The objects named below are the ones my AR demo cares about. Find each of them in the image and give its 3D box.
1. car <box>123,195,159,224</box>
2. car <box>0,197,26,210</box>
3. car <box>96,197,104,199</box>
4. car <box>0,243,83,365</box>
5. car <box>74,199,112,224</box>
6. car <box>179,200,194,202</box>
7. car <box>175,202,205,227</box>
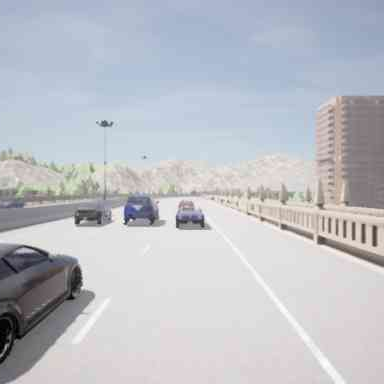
[{"bbox_3d":[-3.735,1.243,25.088,2.150,2.045,5.566,0,0,-2],"label":"car"},{"bbox_3d":[-21.793,1.386,39.637,2.097,1.767,4.553,0,0,-1],"label":"car"},{"bbox_3d":[-15.194,1.616,55.341,2.033,1.411,5.357,0,0,-2],"label":"car"},{"bbox_3d":[-3.408,1.569,5.729,1.994,1.385,4.181,0,0,0],"label":"car"},{"bbox_3d":[-7.228,1.526,24.653,1.837,1.490,4.892,0,0,-1],"label":"car"},{"bbox_3d":[-0.661,1.598,40.296,1.994,1.385,4.181,0,0,-2],"label":"car"},{"bbox_3d":[-0.176,1.620,22.906,1.895,1.301,4.718,0,0,-1],"label":"car"}]
